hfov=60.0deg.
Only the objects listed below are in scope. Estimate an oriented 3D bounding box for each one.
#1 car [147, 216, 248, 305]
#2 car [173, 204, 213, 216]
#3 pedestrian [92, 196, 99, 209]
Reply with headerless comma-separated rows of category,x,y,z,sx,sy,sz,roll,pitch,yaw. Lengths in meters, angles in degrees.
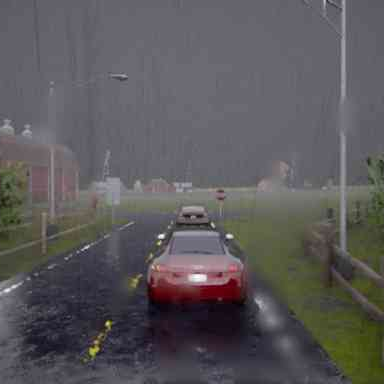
car,0.091,1.519,8.051,1.994,1.385,4.181,0,0,0
car,0.062,1.406,18.026,1.837,1.490,4.892,0,0,0
pedestrian,-11.248,1.274,38.717,0.375,1.860,0.375,0,1,4
